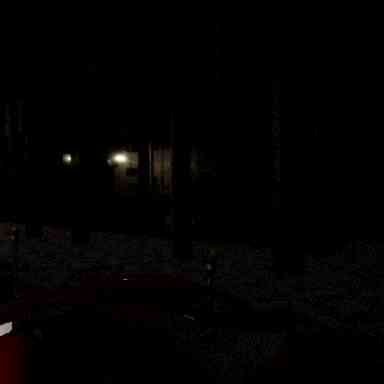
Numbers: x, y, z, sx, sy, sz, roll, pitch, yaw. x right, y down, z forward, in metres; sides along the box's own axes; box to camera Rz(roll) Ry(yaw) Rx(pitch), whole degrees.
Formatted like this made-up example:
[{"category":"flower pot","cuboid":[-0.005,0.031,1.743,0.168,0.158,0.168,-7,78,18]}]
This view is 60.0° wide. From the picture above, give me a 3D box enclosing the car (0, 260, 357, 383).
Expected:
[{"category":"car","cuboid":[-0.750,1.554,3.392,4.507,1.381,1.887,0,-1,35]}]
